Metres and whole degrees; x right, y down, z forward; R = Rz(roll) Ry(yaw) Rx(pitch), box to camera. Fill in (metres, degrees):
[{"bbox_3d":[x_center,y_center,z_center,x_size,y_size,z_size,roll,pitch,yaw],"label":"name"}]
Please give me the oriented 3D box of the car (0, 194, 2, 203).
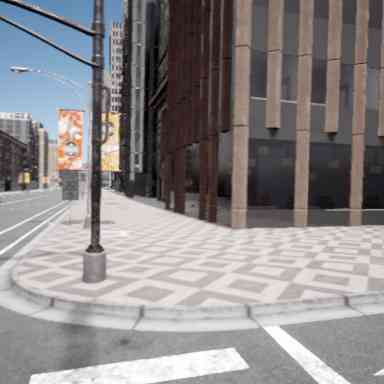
[{"bbox_3d":[-24.588,0.656,40.370,1.882,1.535,5.008,1,1,-16],"label":"car"}]
